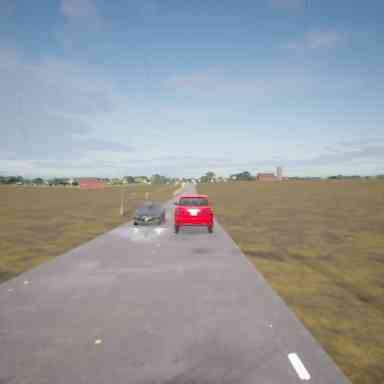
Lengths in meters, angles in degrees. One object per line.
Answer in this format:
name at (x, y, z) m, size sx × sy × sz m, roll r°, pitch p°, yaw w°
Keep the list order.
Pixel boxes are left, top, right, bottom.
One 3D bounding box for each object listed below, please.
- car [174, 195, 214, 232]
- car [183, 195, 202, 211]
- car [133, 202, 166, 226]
car at (0.092, 1.186, 19.852) m, size 2.150 × 2.045 × 5.566 m, roll 0°, pitch 0°, yaw 0°
car at (0.082, 1.221, 39.343) m, size 2.097 × 1.767 × 4.553 m, roll 0°, pitch 0°, yaw 0°
car at (-2.858, 1.459, 23.140) m, size 1.837 × 1.490 × 4.892 m, roll 0°, pitch 0°, yaw 0°
